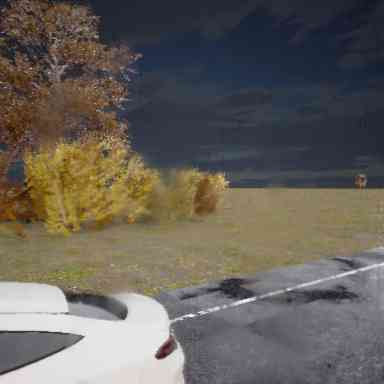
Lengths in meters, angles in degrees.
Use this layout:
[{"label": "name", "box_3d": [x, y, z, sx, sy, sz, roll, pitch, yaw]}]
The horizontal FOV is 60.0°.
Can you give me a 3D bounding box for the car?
[{"label": "car", "box_3d": [-2.227, 1.528, 2.404, 4.674, 1.442, 1.812, 0, 0, -35]}]
